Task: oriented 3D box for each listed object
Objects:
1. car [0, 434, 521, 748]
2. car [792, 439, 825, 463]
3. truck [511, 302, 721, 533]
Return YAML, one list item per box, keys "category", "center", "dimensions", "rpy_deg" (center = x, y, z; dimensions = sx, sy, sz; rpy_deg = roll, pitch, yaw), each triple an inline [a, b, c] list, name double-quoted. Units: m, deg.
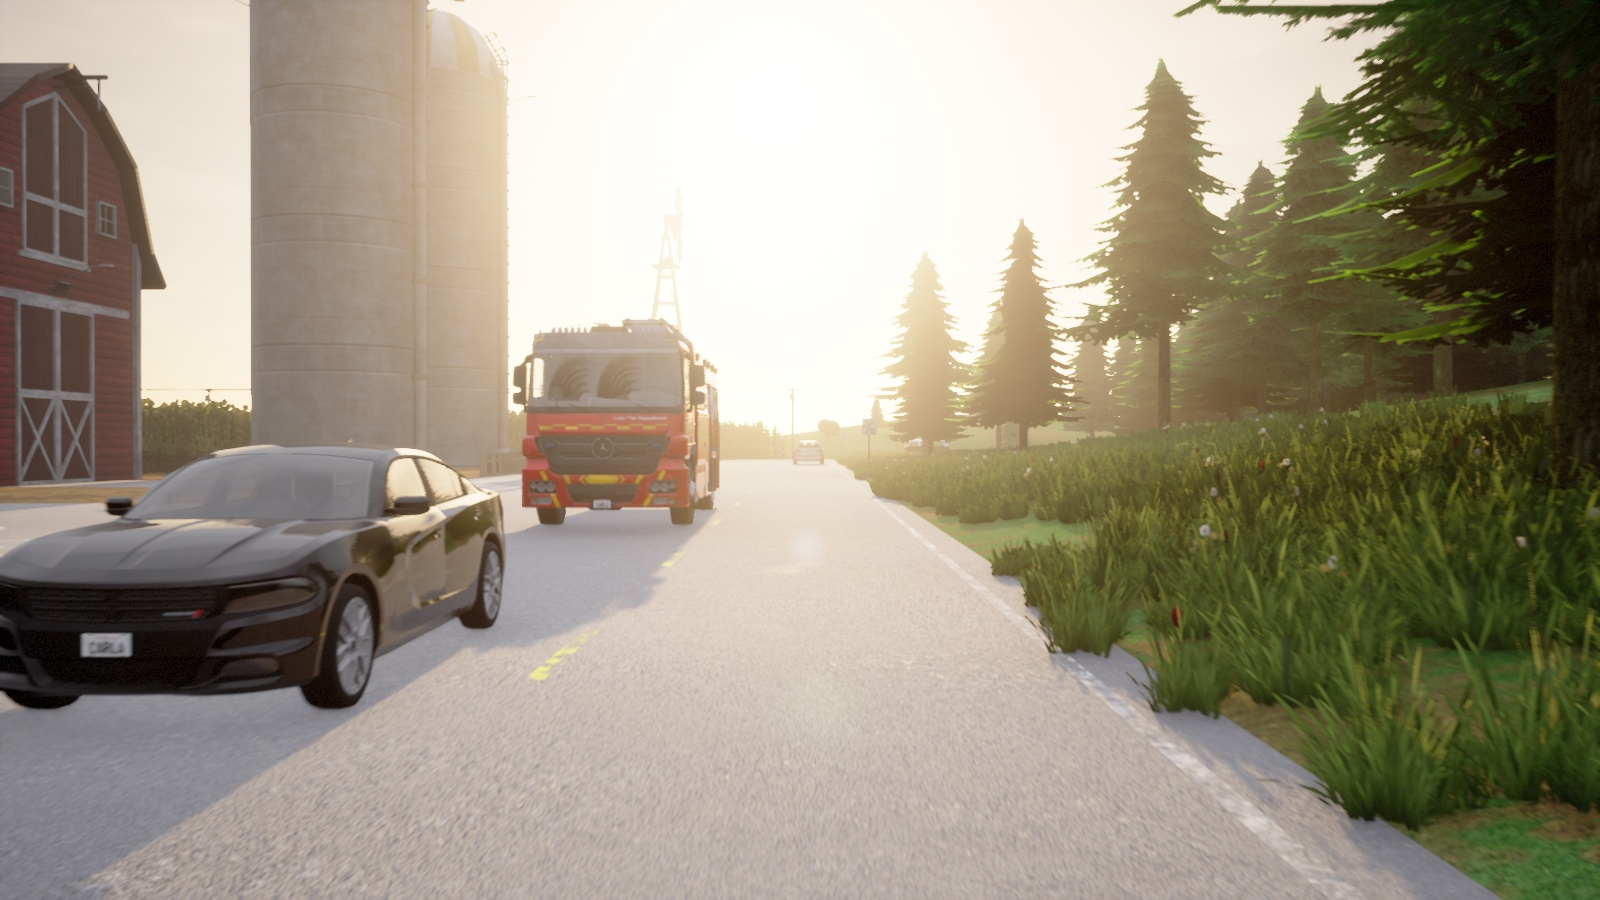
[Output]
- category: "car"
  center: [-3.429, 0.675, 8.643]
  dimensions: [1.882, 1.535, 5.008]
  rpy_deg: [0, 0, 0]
- category: "car"
  center: [0.602, 0.085, 89.566]
  dimensions: [2.242, 1.667, 4.611]
  rpy_deg: [0, 0, 0]
- category: "truck"
  center: [-3.321, -0.560, 25.079]
  dimensions: [2.891, 3.827, 8.468]
  rpy_deg: [0, 0, 0]
